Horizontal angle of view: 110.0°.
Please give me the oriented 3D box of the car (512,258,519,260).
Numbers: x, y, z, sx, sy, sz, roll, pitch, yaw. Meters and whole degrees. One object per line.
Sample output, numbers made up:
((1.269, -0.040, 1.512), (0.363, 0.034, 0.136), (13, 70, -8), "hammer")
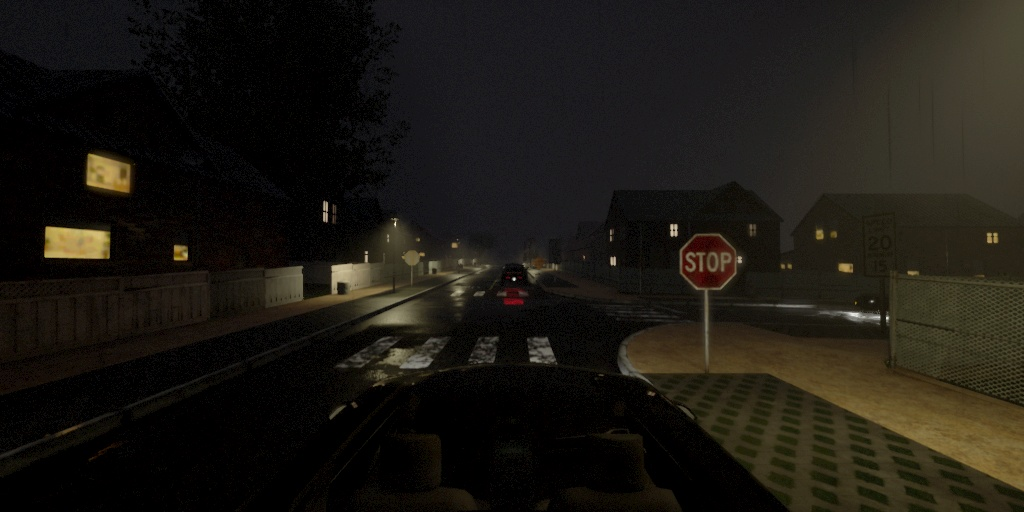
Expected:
((0.175, 1.447, 57.053), (1.895, 1.301, 4.718), (0, 0, 1), "car")

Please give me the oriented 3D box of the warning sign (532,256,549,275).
((2.589, 0.907, 33.995), (1.300, 1.860, 1.060), (0, 0, 0), "warning sign")

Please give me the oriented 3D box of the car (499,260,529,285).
((0.153, 1.284, 26.391), (1.837, 1.490, 4.892), (0, 0, 0), "car")

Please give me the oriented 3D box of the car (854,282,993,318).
((16.933, 1.754, 14.890), (4.181, 1.385, 1.994), (1, -2, 0), "car")
